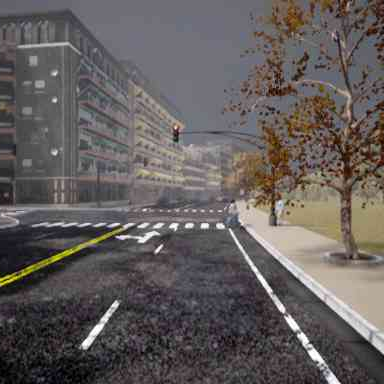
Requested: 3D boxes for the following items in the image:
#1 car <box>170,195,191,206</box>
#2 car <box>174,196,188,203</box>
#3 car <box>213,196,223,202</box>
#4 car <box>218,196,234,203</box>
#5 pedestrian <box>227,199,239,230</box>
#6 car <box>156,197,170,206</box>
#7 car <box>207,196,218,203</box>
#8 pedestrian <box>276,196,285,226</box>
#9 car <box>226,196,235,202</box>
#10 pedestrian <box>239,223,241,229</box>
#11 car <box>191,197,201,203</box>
[{"bbox_3d":[-1.943,1.472,58.689,2.097,1.767,4.553,0,0,9],"label":"car"},{"bbox_3d":[-2.443,1.739,75.136,2.033,1.411,5.357,0,0,10],"label":"car"},{"bbox_3d":[6.785,1.712,87.859,1.882,1.535,5.008,0,0,13],"label":"car"},{"bbox_3d":[7.864,1.757,77.134,2.033,1.411,5.357,0,0,11],"label":"car"},{"bbox_3d":[2.469,1.296,19.920,0.375,1.860,0.375,0,0,3],"label":"pedestrian"},{"bbox_3d":[-5.121,1.629,59.400,1.837,1.490,4.892,0,-1,9],"label":"car"},{"bbox_3d":[4.666,1.742,77.716,2.128,1.511,4.902,0,0,11],"label":"car"},{"bbox_3d":[5.403,1.142,20.355,0.375,1.860,0.375,0,0,3],"label":"pedestrian"},{"bbox_3d":[10.052,1.766,87.570,1.812,1.442,4.674,0,0,13],"label":"car"},{"bbox_3d":[2.741,1.296,21.108,0.375,1.860,0.375,0,0,3],"label":"pedestrian"},{"bbox_3d":[0.716,1.792,74.353,1.895,1.301,4.718,0,0,10],"label":"car"}]
